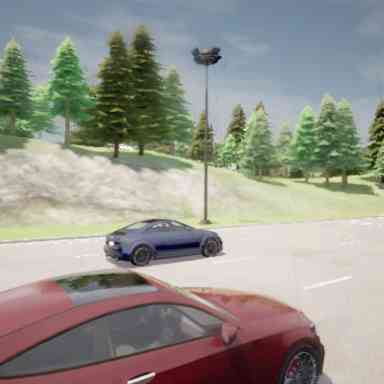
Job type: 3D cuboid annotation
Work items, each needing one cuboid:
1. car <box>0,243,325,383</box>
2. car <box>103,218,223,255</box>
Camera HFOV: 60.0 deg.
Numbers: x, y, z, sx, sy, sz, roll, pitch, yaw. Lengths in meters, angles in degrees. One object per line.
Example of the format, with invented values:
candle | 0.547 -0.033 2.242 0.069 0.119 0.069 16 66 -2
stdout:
car | -0.650 1.537 3.281 4.674 1.442 1.812 1 0 -36
car | -0.918 1.616 11.690 4.181 1.385 1.994 1 0 -36
